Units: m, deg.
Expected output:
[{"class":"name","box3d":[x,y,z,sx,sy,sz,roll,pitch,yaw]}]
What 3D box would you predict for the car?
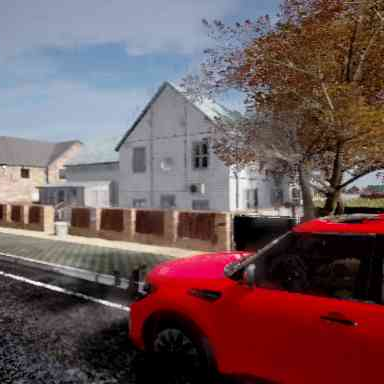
[{"class":"car","box3d":[1.844,1.230,3.446,5.566,2.045,2.150,0,0,36]}]
